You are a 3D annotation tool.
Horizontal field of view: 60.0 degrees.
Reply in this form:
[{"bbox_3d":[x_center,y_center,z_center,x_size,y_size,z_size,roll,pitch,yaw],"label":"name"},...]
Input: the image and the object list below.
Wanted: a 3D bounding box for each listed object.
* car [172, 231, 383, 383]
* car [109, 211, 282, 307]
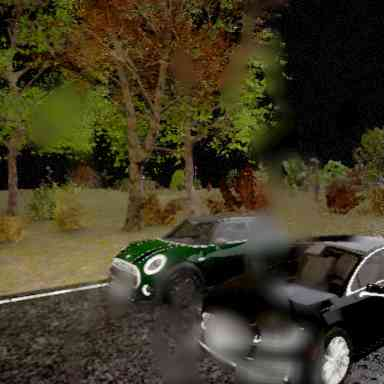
[{"bbox_3d":[2.288,1.501,5.301,4.892,1.490,1.837,0,0,-35],"label":"car"},{"bbox_3d":[0.387,1.347,7.938,4.553,1.767,2.097,0,0,-35],"label":"car"}]
